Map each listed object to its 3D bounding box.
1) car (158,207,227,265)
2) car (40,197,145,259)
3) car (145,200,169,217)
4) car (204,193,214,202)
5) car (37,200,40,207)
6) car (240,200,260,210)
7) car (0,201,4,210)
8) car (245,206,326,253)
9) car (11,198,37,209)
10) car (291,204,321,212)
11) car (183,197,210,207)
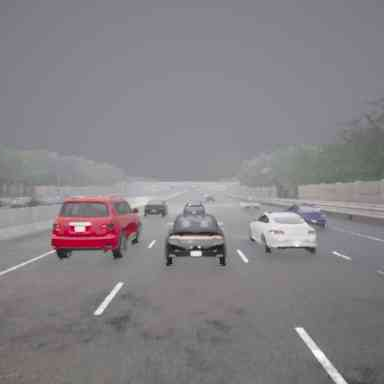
[{"bbox_3d":[0.119,1.484,11.599,2.128,1.511,4.902,0,0,0],"label":"car"},{"bbox_3d":[-3.378,1.213,12.733,2.150,2.045,5.566,0,0,0],"label":"car"},{"bbox_3d":[-3.287,1.478,31.312,1.882,1.535,5.008,0,0,0],"label":"car"},{"bbox_3d":[4.142,1.502,77.633,1.837,1.490,4.892,0,0,1],"label":"car"},{"bbox_3d":[-17.378,1.481,42.447,1.882,1.535,5.008,0,0,1],"label":"car"},{"bbox_3d":[7.300,1.607,42.353,1.895,1.301,4.718,0,0,1],"label":"car"},{"bbox_3d":[-24.406,1.494,39.501,2.128,1.511,4.902,0,0,1],"label":"car"},{"bbox_3d":[3.523,1.519,13.453,1.812,1.442,4.674,0,0,0],"label":"car"},{"bbox_3d":[-20.882,1.480,42.092,1.882,1.535,5.008,0,0,1],"label":"car"},{"bbox_3d":[7.133,1.521,21.554,1.812,1.442,4.674,0,0,1],"label":"car"},{"bbox_3d":[0.203,1.491,29.728,2.128,1.511,4.902,0,0,0],"label":"car"}]
